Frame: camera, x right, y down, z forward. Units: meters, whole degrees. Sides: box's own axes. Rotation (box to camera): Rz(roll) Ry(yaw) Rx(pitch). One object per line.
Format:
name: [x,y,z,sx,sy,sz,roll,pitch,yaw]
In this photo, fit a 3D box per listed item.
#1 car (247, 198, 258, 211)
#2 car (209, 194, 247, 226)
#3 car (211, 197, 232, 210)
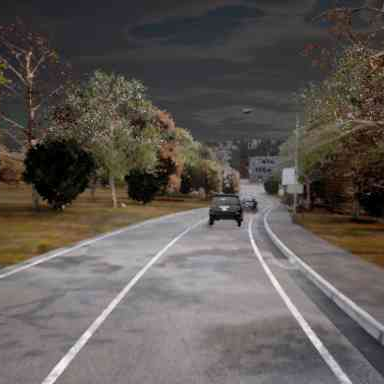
car: [7.196,1.488,41.736,2.128,1.511,4.902,2,0,17]
car: [2.559,1.196,23.758,2.150,2.045,5.566,1,0,11]
car: [3.923,1.438,43.508,1.812,1.442,4.674,2,0,17]
